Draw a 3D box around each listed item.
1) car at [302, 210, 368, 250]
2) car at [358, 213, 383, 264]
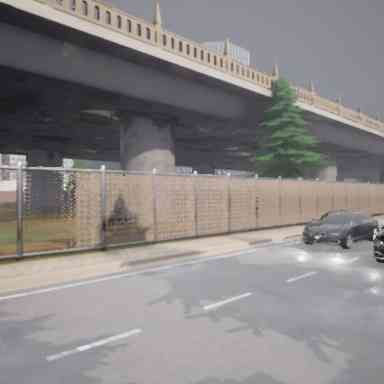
[{"bbox_3d":[6.832,1.586,15.047,4.892,1.490,1.837,0,-1,-42],"label":"car"},{"bbox_3d":[7.779,1.536,11.180,4.902,1.511,2.128,0,-1,-42],"label":"car"}]
